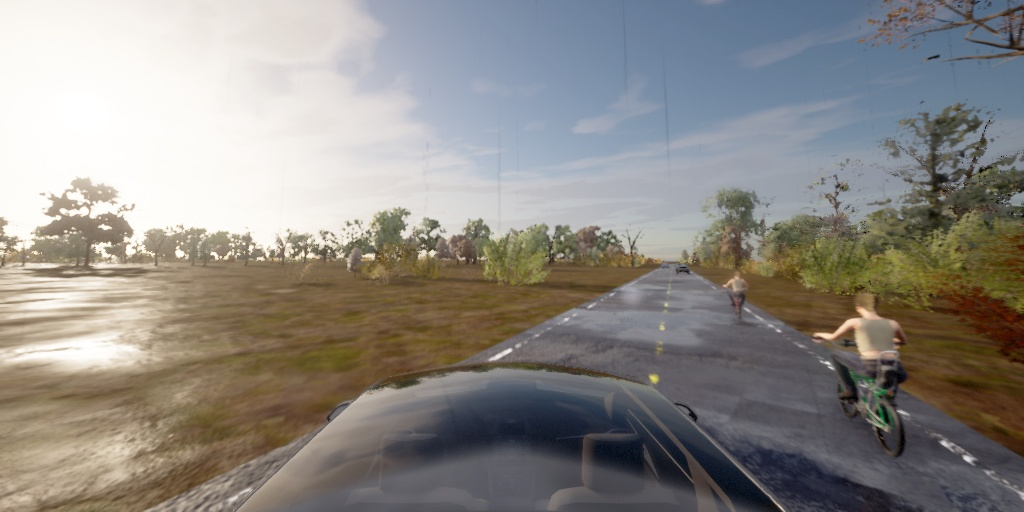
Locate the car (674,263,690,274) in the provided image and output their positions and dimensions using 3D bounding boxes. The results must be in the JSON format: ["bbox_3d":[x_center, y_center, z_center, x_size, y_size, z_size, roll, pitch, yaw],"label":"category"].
[{"bbox_3d":[25.865,1.982,54.341,1.837,1.490,4.892,0,-1,24],"label":"car"}]

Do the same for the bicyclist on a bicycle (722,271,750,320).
[{"bbox_3d":[7.819,1.335,12.482,0.866,1.612,1.509,-1,-1,24],"label":"bicyclist on a bicycle"}]

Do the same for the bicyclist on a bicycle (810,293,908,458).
[{"bbox_3d":[4.015,1.218,4.086,0.866,1.612,1.509,-1,-1,24],"label":"bicyclist on a bicycle"}]
